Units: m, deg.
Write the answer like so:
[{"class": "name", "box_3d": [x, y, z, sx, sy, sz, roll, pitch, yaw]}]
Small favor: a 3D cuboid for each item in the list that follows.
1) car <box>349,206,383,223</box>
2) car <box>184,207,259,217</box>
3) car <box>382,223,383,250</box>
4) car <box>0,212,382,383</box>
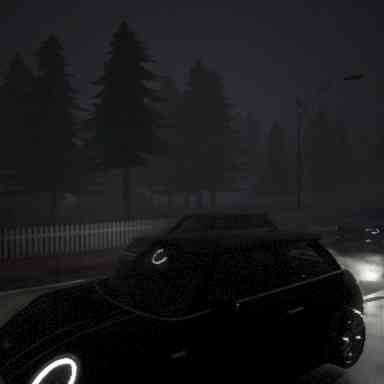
[{"class": "car", "box_3d": [7.933, 1.354, 13.939, 5.008, 1.535, 1.882, -1, 0, -35]}, {"class": "car", "box_3d": [0.414, 1.308, 8.585, 4.553, 1.767, 2.097, -1, 0, -36]}, {"class": "car", "box_3d": [7.414, 1.504, 9.275, 4.718, 1.301, 1.895, -1, 0, -35]}, {"class": "car", "box_3d": [0.085, 1.332, 4.052, 4.553, 1.767, 2.097, -1, 0, -35]}]
